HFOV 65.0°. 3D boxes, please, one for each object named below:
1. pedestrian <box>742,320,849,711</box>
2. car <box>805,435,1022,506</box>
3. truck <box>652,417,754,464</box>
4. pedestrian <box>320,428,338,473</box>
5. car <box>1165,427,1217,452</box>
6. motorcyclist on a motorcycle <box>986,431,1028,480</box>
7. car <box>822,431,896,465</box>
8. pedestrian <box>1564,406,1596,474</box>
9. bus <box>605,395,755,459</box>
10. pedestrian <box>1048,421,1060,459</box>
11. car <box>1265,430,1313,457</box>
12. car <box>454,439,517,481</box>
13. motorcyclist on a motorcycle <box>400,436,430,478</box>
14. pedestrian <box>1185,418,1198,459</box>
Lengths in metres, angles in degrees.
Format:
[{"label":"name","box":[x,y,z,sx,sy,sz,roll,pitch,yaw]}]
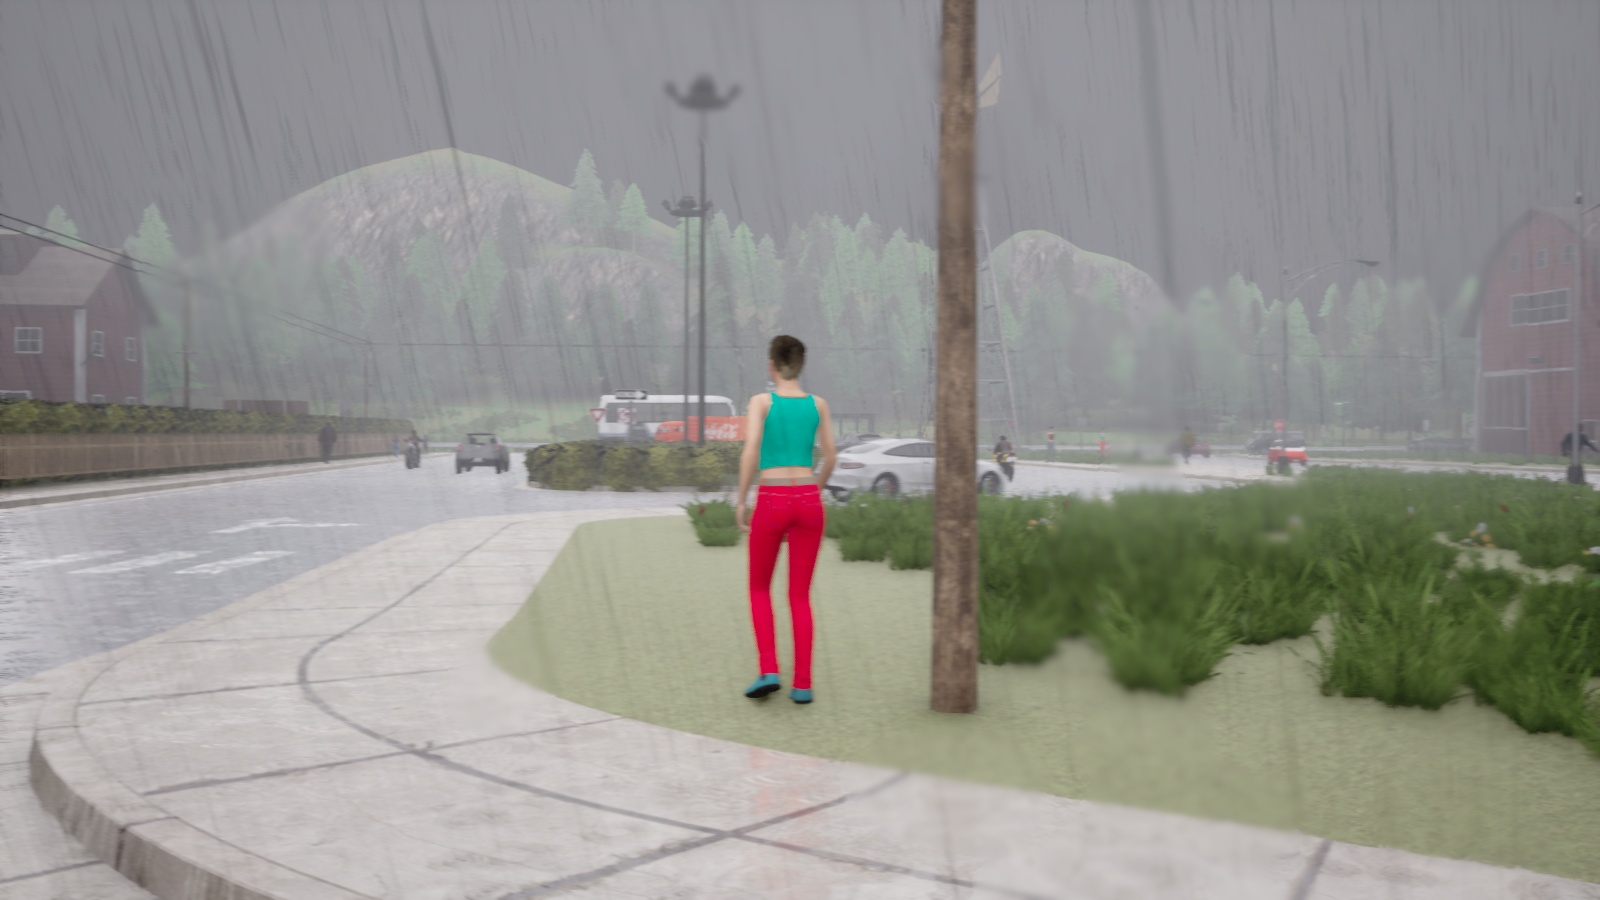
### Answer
[{"label":"pedestrian","box":[-0.032,0.305,6.233,0.345,1.836,0.594,-1,1,-18]},{"label":"car","box":[2.595,0.410,28.183,4.674,1.442,1.812,-1,1,-31]},{"label":"truck","box":[-5.353,-0.529,69.886,5.204,2.467,2.627,-1,1,6]},{"label":"pedestrian","box":[-19.708,0.013,52.572,0.634,1.844,0.899,-1,1,-17]},{"label":"car","box":[26.585,-0.737,85.596,1.851,1.617,3.988,-1,1,-8]},{"label":"motorcyclist on a motorcycle","box":[6.629,0.164,40.279,0.797,1.523,2.044,-1,1,-6]},{"label":"car","box":[2.950,-0.135,63.659,2.033,1.649,4.856,-1,1,-19]},{"label":"pedestrian","box":[21.555,-0.280,34.697,0.370,1.835,0.726,-1,1,-9]},{"label":"bus","box":[-8.528,-1.618,89.205,10.273,4.253,3.944,-1,1,-7]},{"label":"pedestrian","box":[12.426,-0.505,61.544,0.345,1.836,0.594,-1,1,-12]},{"label":"car","box":[25.743,-0.327,66.142,1.481,1.376,2.207,-1,0,-8]},{"label":"car","box":[-11.701,0.343,46.864,1.845,1.501,3.633,-1,1,-7]},{"label":"motorcyclist on a motorcycle","box":[-15.844,0.270,51.762,0.766,1.649,2.350,-1,1,-7]},{"label":"pedestrian","box":[18.097,-0.529,58.025,0.431,1.840,0.709,-1,1,4]}]
